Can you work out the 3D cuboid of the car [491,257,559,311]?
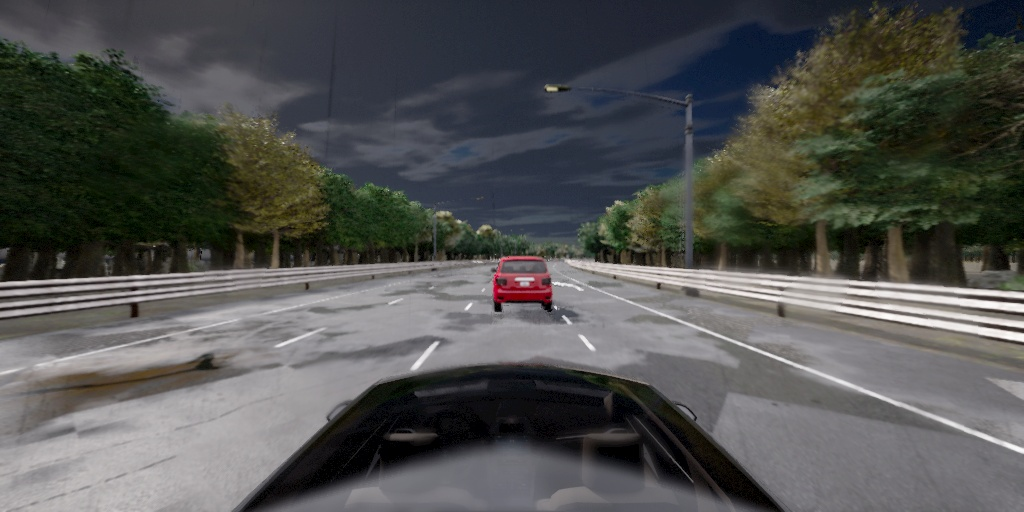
[{"bbox_3d":[0.334,1.059,14.851,2.150,2.045,5.566,0,0,-2],"label":"car"}]
